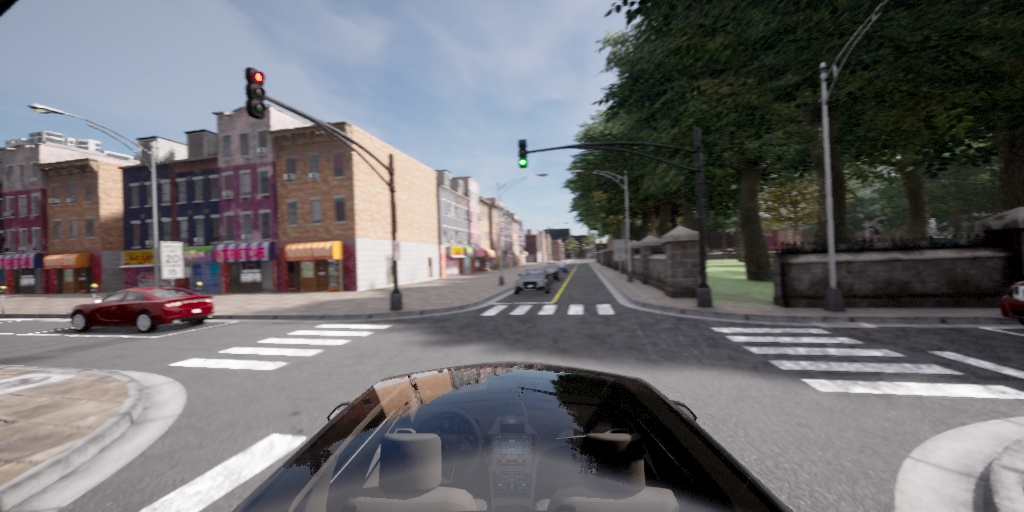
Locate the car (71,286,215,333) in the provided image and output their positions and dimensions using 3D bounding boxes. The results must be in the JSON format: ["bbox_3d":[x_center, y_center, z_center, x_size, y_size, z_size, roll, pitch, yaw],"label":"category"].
[{"bbox_3d":[-12.494,1.732,12.178,4.507,1.381,1.888,0,0,11],"label":"car"}]

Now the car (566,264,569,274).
[{"bbox_3d":[5.864,1.399,43.887,1.812,1.442,4.674,-2,-1,11],"label":"car"}]

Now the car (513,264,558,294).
[{"bbox_3d":[1.358,1.432,21.194,1.994,1.385,4.181,-2,-1,12],"label":"car"}]

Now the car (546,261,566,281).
[{"bbox_3d":[3.382,1.379,31.430,1.837,1.490,4.892,-2,0,11],"label":"car"}]

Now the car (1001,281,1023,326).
[{"bbox_3d":[13.403,0.721,6.958,5.009,1.841,2.192,0,0,11],"label":"car"}]
